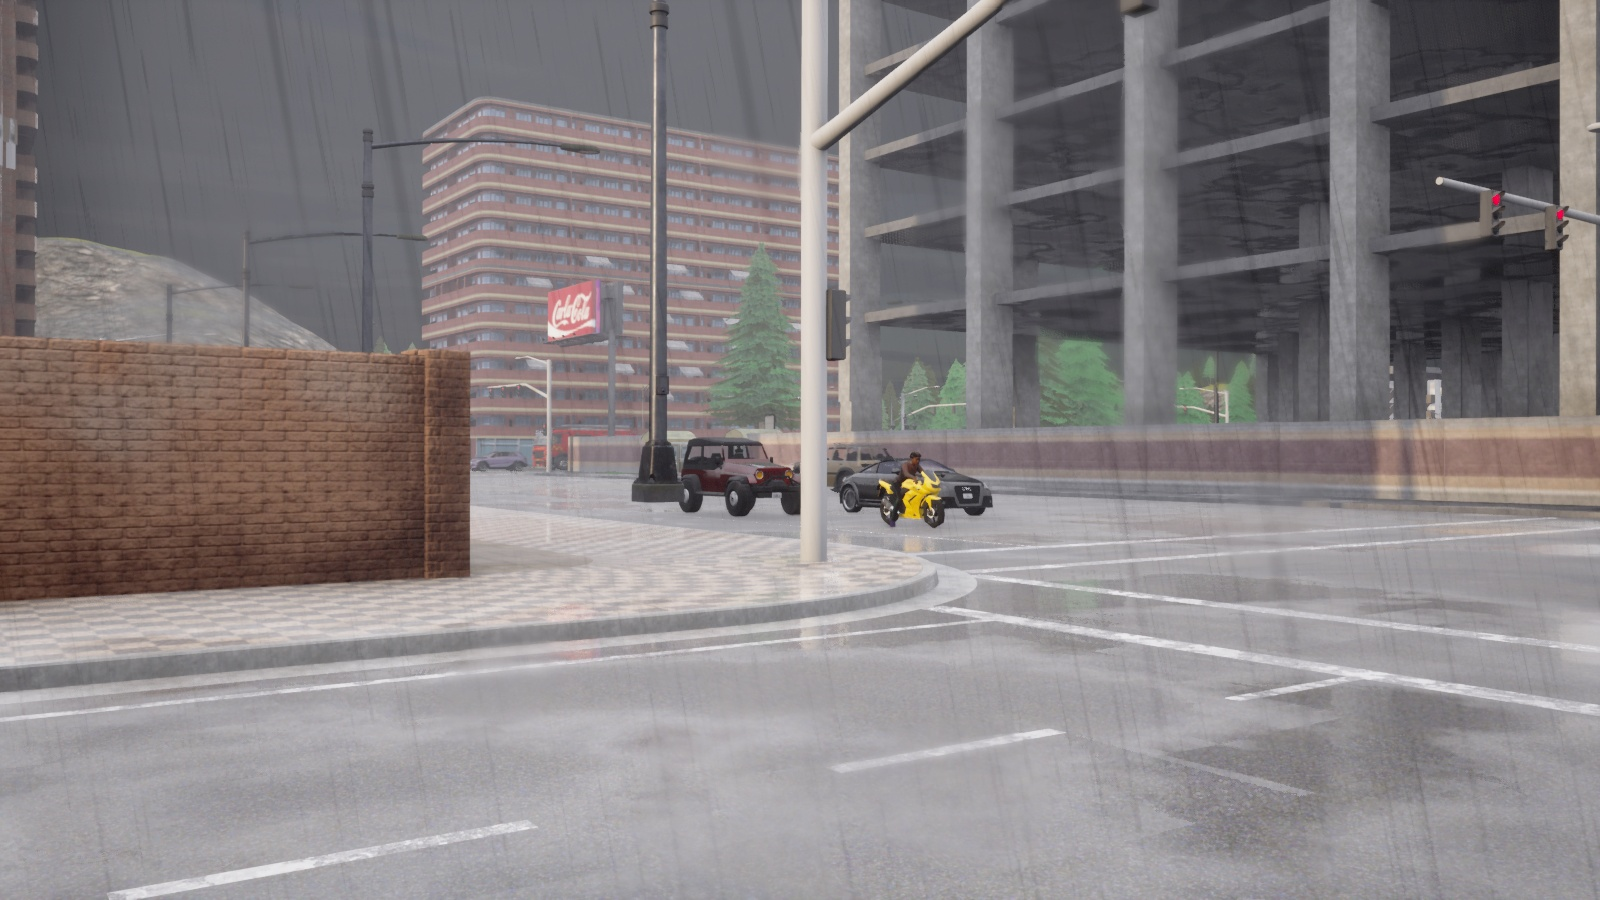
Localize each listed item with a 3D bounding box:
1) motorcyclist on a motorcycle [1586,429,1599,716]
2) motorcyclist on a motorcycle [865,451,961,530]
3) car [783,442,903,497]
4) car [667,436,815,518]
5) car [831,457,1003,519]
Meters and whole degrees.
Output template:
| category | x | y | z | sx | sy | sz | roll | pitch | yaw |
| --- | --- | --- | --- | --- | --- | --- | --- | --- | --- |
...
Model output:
| category | x | y | z | sx | sy | sz | roll | pitch | yaw |
| --- | --- | --- | --- | --- | --- | --- | --- | --- | --- |
| motorcyclist on a motorcycle | 5.782 | 0.701 | 7.519 | 2.350 | 1.649 | 0.766 | 0 | 0 | -29 |
| motorcyclist on a motorcycle | 2.260 | 0.784 | 25.376 | 0.797 | 1.523 | 2.044 | 0 | 0 | -35 |
| car | 1.478 | 0.669 | 45.132 | 1.932 | 1.855 | 4.605 | 0 | 0 | -34 |
| car | -1.511 | 0.619 | 30.884 | 1.905 | 1.878 | 3.866 | 0 | 0 | -34 |
| car | 2.787 | 0.878 | 30.800 | 1.994 | 1.385 | 4.181 | 0 | 0 | -34 |
